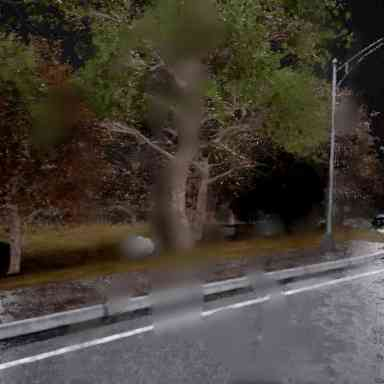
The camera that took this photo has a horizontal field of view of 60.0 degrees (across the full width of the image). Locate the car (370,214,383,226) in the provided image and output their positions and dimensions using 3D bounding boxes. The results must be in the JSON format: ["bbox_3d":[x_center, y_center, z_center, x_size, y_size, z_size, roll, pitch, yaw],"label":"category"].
[{"bbox_3d":[23.278,3.377,40.077,2.033,1.411,5.357,1,-3,45],"label":"car"}]
